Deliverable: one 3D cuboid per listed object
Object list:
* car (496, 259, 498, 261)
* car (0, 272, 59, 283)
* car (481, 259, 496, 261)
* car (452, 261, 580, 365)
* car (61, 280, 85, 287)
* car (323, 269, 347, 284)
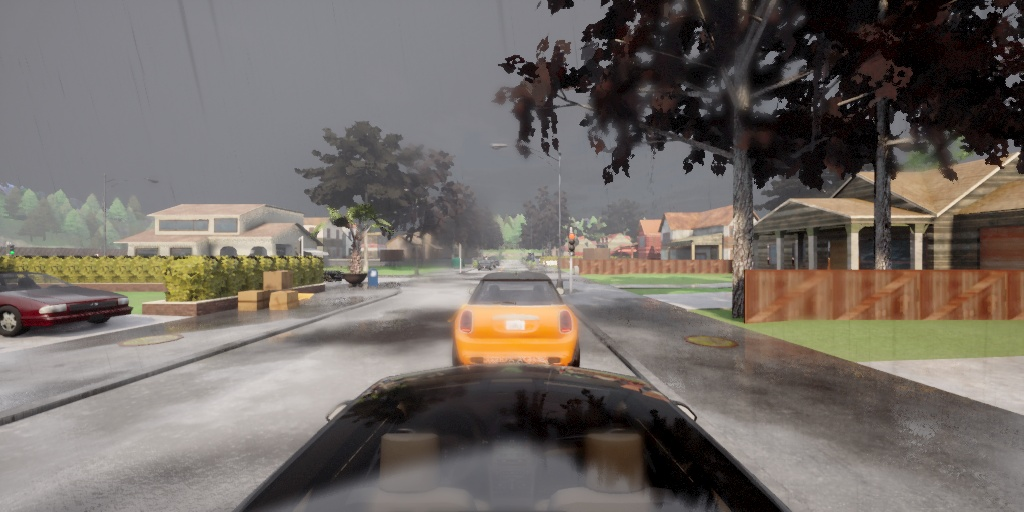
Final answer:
[{"bbox_3d":[-3.593,1.241,59.275,2.128,1.511,4.902,0,0,1],"label":"car"},{"bbox_3d":[-42.553,1.314,30.875,4.181,1.385,1.994,0,0,1],"label":"car"},{"bbox_3d":[-3.686,1.255,49.935,1.837,1.490,4.892,0,0,1],"label":"car"},{"bbox_3d":[0.097,1.102,7.727,2.097,1.767,4.553,0,0,1],"label":"car"},{"bbox_3d":[-29.898,1.314,26.563,4.181,1.385,1.994,0,0,1],"label":"car"},{"bbox_3d":[-14.713,1.351,26.397,4.718,1.301,1.895,0,0,1],"label":"car"}]
